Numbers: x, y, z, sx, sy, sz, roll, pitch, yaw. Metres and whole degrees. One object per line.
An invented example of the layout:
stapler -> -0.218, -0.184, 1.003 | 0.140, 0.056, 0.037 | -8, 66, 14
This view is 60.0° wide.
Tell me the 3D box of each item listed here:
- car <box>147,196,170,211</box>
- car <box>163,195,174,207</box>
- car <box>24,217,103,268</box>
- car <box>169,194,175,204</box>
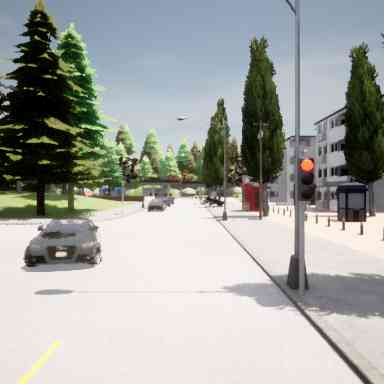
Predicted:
car -> -4.172, 1.545, 40.101 | 2.033, 1.411, 5.357 | 0, 0, 0
car -> -4.176, 1.561, 50.039 | 1.994, 1.385, 4.181 | 0, 0, 0
car -> -4.127, 1.563, 11.299 | 1.994, 1.385, 4.181 | 0, 0, -13
car -> -4.148, 1.502, 60.031 | 1.837, 1.490, 4.892 | 0, 0, 0
